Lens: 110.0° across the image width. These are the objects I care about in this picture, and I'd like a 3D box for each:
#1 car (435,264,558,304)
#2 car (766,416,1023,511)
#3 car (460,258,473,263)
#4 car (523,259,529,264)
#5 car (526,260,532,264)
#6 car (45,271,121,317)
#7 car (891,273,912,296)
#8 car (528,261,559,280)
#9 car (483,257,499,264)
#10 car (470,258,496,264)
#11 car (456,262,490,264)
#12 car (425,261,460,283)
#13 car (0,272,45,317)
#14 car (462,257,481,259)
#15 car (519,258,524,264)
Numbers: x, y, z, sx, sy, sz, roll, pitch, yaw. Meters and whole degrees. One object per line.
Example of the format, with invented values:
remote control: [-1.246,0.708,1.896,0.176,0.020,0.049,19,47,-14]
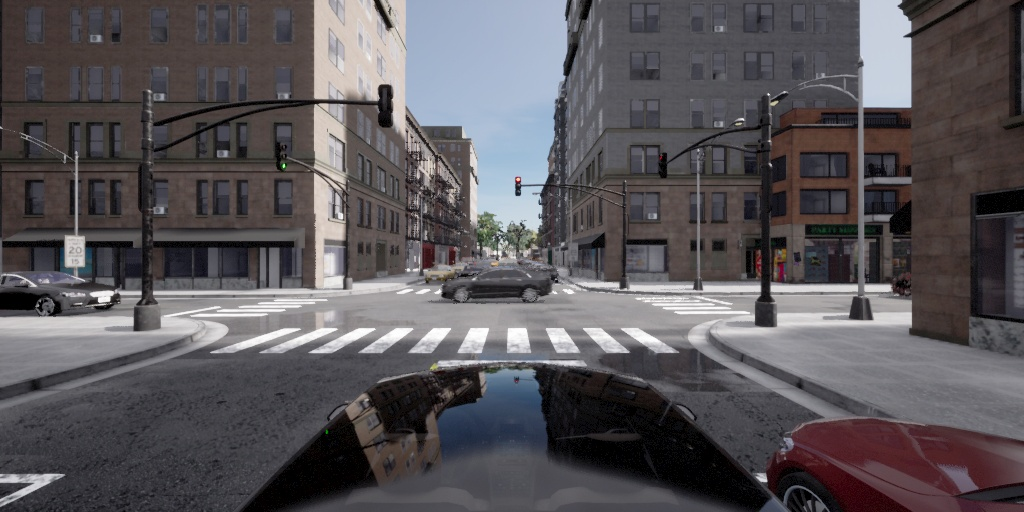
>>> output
car: [-0.652,1.251,15.924,4.892,1.490,1.837,-1,0,0]
car: [2.640,1.332,0.796,1.802,1.307,4.207,0,0,0]
car: [-5.487,1.278,38.581,1.751,1.417,4.829,0,0,0]
car: [2.562,1.303,38.768,2.007,1.370,4.403,0,0,0]
car: [2.573,1.297,33.286,1.888,1.381,4.507,0,0,0]
car: [-17.092,1.310,12.928,4.902,1.511,2.128,0,0,1]
car: [19.935,1.003,15.993,4.553,1.767,2.097,0,0,0]
car: [2.584,1.302,27.804,2.007,1.370,4.403,0,0,0]
car: [-2.932,1.233,50.910,1.882,1.535,5.008,0,0,0]
car: [-2.921,1.256,36.806,1.837,1.490,4.892,0,0,0]
car: [-2.884,1.352,26.689,1.895,1.301,4.718,0,0,-1]
car: [-5.468,1.277,27.618,1.751,1.417,4.829,0,0,0]
car: [-5.399,1.065,0.780,2.192,1.841,5.009,0,0,0]
car: [-5.497,1.068,44.233,2.192,1.841,5.009,0,0,0]
car: [2.528,1.306,55.213,2.007,1.370,4.403,0,0,0]
